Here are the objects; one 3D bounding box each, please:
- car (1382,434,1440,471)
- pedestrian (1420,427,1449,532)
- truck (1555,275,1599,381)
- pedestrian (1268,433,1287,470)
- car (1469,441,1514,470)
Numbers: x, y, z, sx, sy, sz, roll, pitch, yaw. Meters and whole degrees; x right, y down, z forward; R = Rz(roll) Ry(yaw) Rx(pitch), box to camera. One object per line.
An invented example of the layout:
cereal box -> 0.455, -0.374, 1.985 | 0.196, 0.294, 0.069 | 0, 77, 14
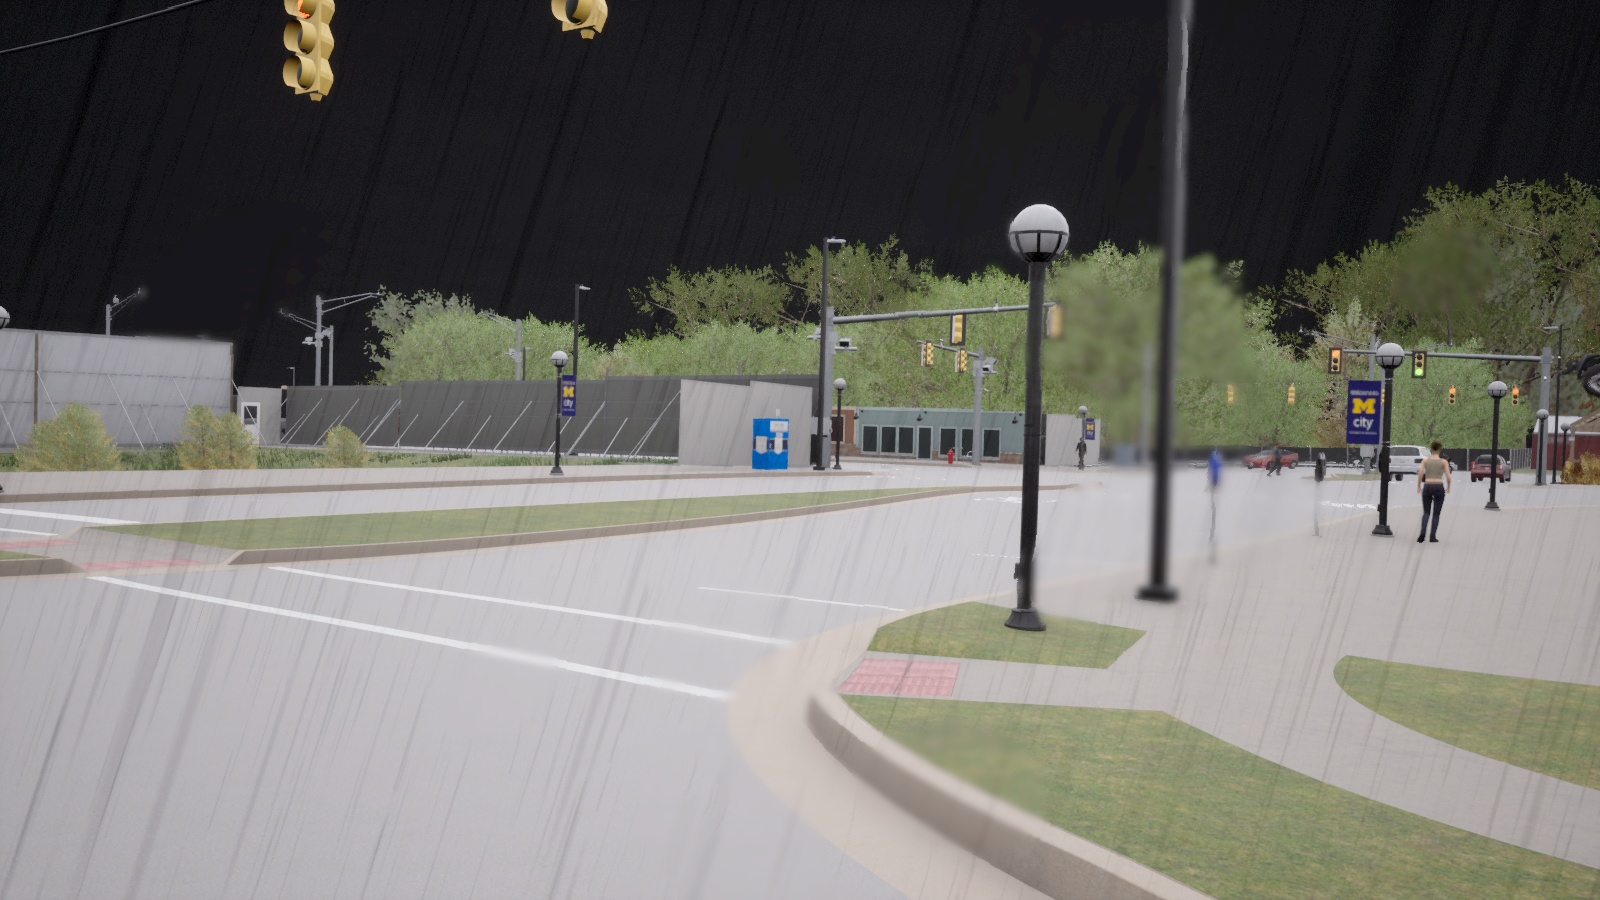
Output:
car -> 35.006, 0.158, 71.877 | 2.150, 2.045, 5.566 | 0, 0, 35
pedestrian -> 11.381, 0.517, 22.537 | 0.345, 1.836, 0.594 | 2, 2, 34
truck -> 30.150, -4.365, 42.226 | 7.936, 3.462, 2.891 | -3, 2, 32
pedestrian -> 23.869, 0.058, 62.750 | 0.694, 1.848, 0.540 | 2, 2, 40
car -> 40.738, 0.293, 73.917 | 1.851, 1.617, 3.988 | 0, 1, 36
